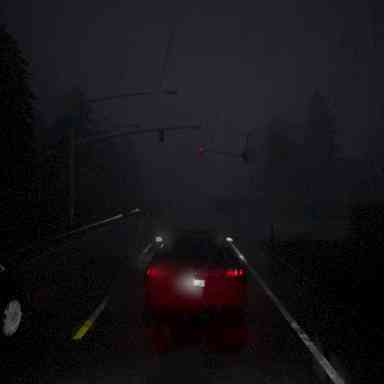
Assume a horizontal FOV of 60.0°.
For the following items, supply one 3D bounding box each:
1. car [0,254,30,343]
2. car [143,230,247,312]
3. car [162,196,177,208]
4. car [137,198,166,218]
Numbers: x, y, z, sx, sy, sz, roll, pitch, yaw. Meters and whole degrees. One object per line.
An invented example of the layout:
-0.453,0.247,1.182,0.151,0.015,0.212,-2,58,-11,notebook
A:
-3.610,1.505,3.633,1.837,1.490,4.892,0,0,0,car
0.056,1.564,7.815,1.994,1.385,4.181,0,0,0,car
-3.725,1.492,47.854,2.128,1.511,4.902,0,0,0,car
-3.681,1.525,30.003,1.812,1.442,4.674,0,0,0,car
